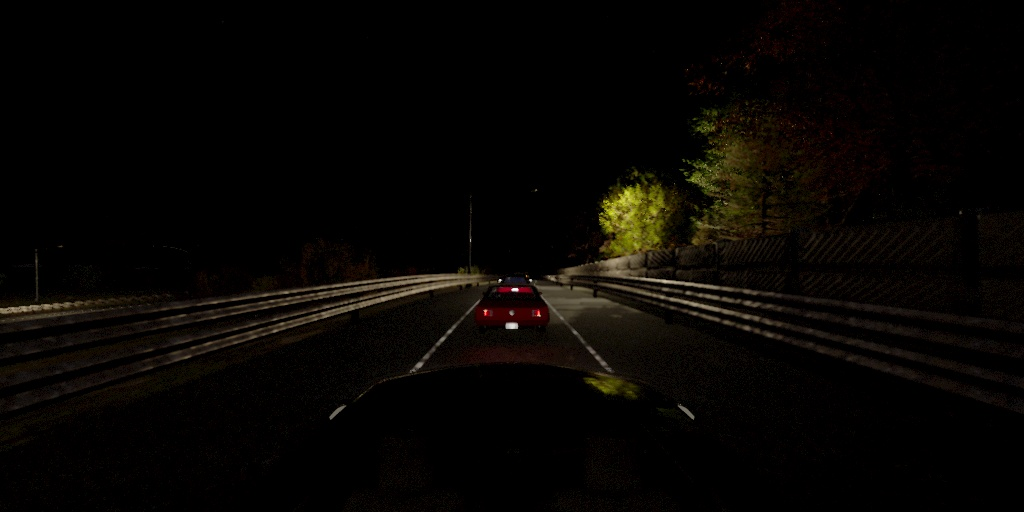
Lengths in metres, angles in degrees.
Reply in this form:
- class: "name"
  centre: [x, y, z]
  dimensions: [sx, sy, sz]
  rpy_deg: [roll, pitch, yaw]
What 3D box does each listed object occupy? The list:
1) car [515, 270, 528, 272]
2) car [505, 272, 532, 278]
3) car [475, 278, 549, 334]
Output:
- class: "car"
  centre: [1.392, 2.939, 48.220]
  dimensions: [2.150, 2.045, 5.566]
  rpy_deg: [0, -3, 5]
- class: "car"
  centre: [0.193, 1.778, 20.206]
  dimensions: [1.994, 1.385, 4.181]
  rpy_deg: [0, -2, 1]
- class: "car"
  centre: [0.009, 1.506, 11.142]
  dimensions: [1.895, 1.301, 4.718]
  rpy_deg: [0, -1, 0]
